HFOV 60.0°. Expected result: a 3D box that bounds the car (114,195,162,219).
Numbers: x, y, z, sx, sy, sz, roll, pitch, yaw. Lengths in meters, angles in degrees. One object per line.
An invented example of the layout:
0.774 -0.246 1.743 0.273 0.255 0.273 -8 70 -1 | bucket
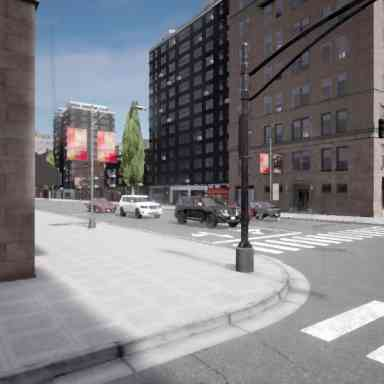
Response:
-4.935 1.325 31.034 2.150 2.045 5.566 0 0 -36 | car

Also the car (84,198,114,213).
-10.595 1.492 38.885 2.097 1.767 4.553 0 0 -36 | car

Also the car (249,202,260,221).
2.764 1.603 26.263 1.812 1.442 4.674 0 0 -36 | car

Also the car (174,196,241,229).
0.936 1.286 22.901 2.150 2.045 5.566 0 0 -36 | car

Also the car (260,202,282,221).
5.307 1.577 28.297 2.128 1.511 4.902 0 0 -36 | car

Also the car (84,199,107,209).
-14.758 1.792 50.514 1.895 1.301 4.718 0 0 -36 | car
